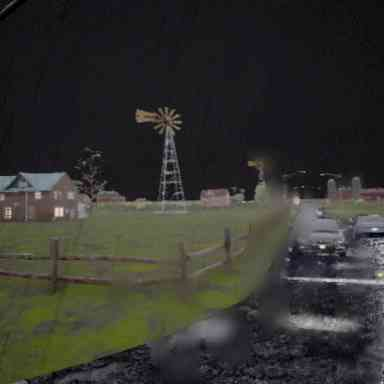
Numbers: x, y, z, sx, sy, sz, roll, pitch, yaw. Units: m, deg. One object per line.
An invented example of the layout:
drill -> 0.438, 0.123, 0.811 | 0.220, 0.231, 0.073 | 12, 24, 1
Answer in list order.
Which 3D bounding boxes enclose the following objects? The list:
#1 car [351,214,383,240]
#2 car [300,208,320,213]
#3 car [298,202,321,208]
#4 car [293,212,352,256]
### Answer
car -> 10.222, 1.973, 19.370 | 1.994, 1.385, 4.181 | -3, -2, 18
car -> 9.180, 2.182, 25.248 | 1.812, 1.442, 4.674 | -3, -2, 19
car -> 13.831, 2.238, 39.178 | 2.150, 2.045, 5.566 | -3, -2, 19
car -> 5.721, 1.893, 14.928 | 1.837, 1.490, 4.892 | -3, -2, 19
